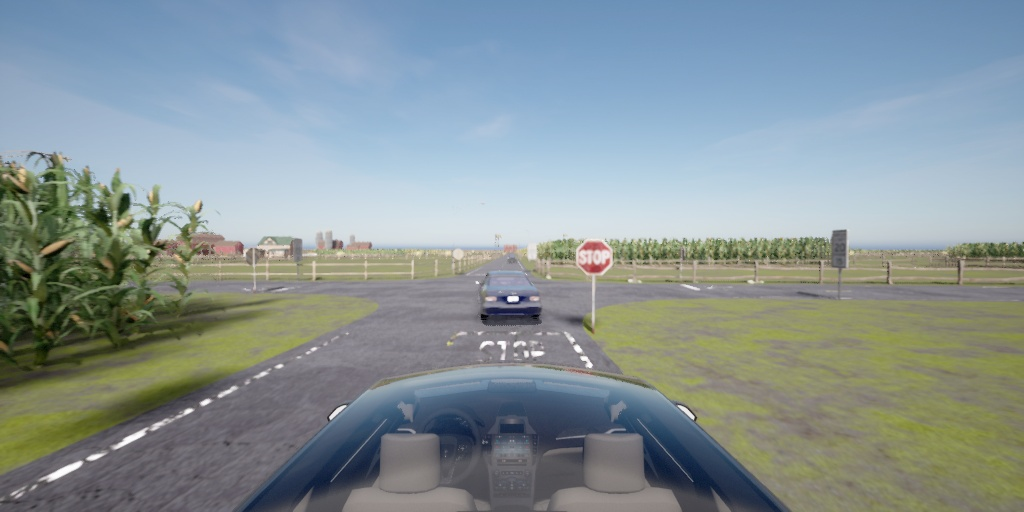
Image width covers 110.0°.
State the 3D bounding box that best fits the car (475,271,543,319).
[{"bbox_3d":[-0.246,1.205,12.336,2.033,1.411,5.357,0,0,-6],"label":"car"}]
